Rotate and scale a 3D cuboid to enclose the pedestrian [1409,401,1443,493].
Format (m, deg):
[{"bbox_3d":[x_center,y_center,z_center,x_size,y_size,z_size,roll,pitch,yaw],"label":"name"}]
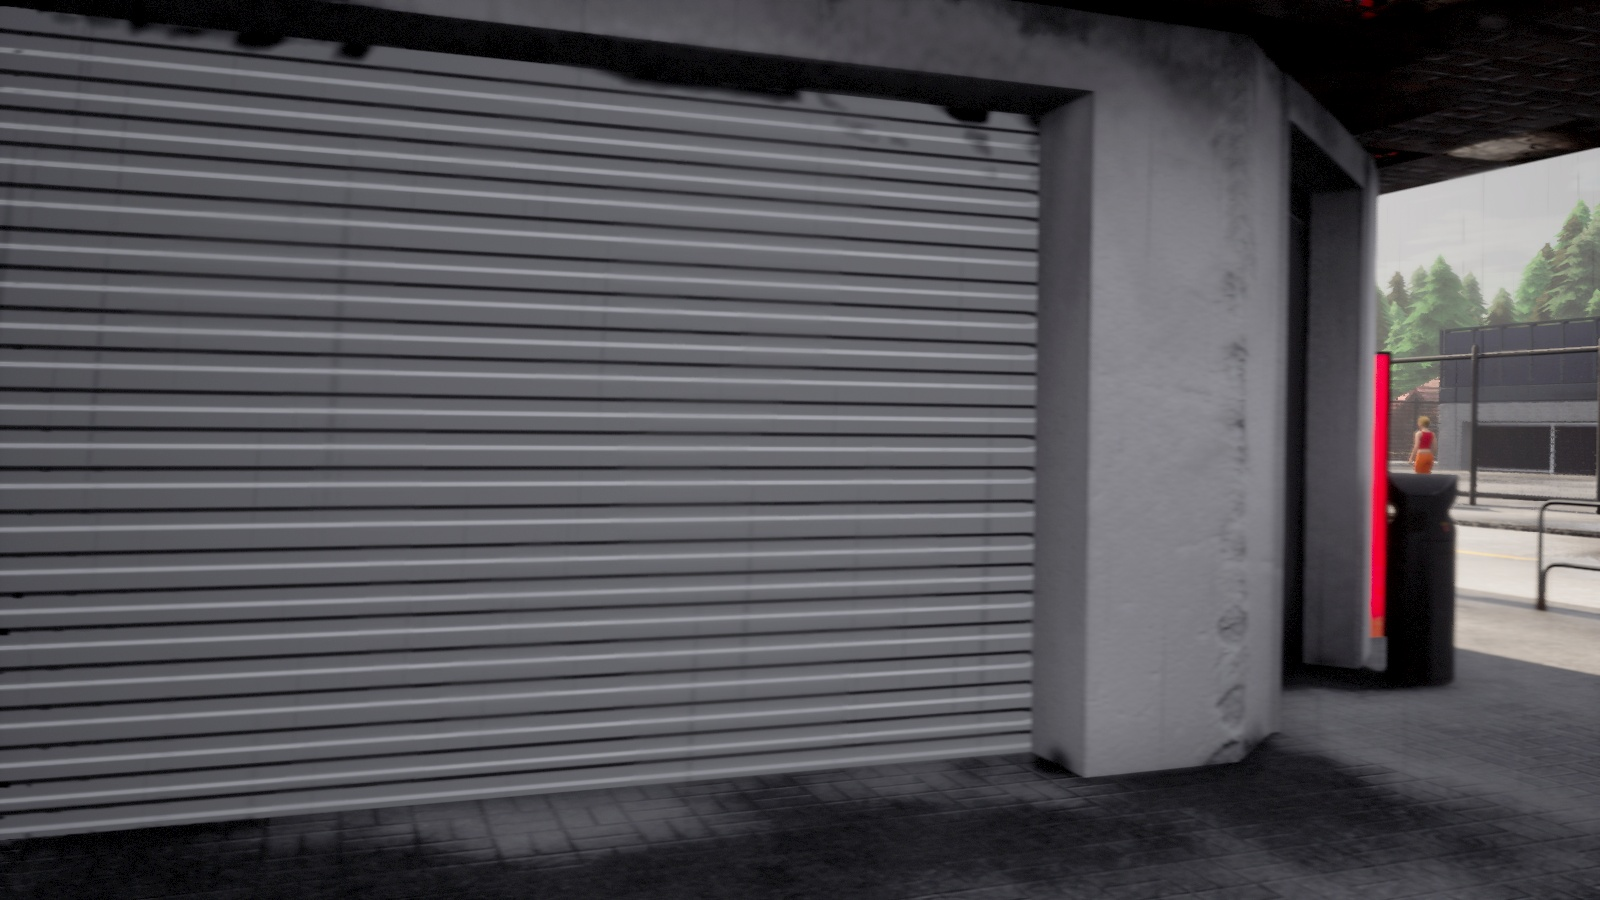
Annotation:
[{"bbox_3d":[12.724,-0.063,25.540,0.345,1.836,0.594,-1,1,-8],"label":"pedestrian"}]
